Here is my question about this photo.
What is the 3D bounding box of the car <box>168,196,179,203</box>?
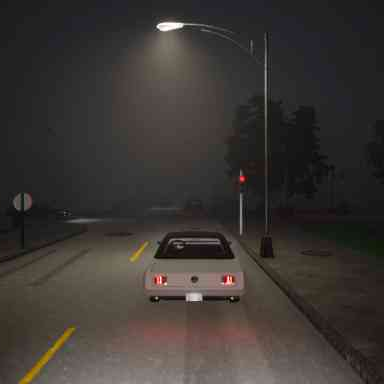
[{"bbox_3d":[-3.943,1.540,70.105,2.033,1.411,5.357,0,0,0],"label":"car"}]

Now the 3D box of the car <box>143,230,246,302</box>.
[{"bbox_3d":[0.063,1.601,8.194,1.895,1.301,4.718,0,0,0],"label":"car"}]

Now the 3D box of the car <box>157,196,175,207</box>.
[{"bbox_3d":[-4.055,1.505,50.066,1.837,1.490,4.892,0,0,0],"label":"car"}]

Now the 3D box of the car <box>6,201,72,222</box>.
[{"bbox_3d":[-12.002,1.505,26.201,4.892,1.490,1.837,0,-1,4],"label":"car"}]

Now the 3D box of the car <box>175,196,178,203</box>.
[{"bbox_3d":[-4.023,1.547,59.764,2.033,1.411,5.357,0,0,0],"label":"car"}]

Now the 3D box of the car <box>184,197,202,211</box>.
[{"bbox_3d":[0.160,1.352,40.823,2.097,1.767,4.553,0,0,0],"label":"car"}]
